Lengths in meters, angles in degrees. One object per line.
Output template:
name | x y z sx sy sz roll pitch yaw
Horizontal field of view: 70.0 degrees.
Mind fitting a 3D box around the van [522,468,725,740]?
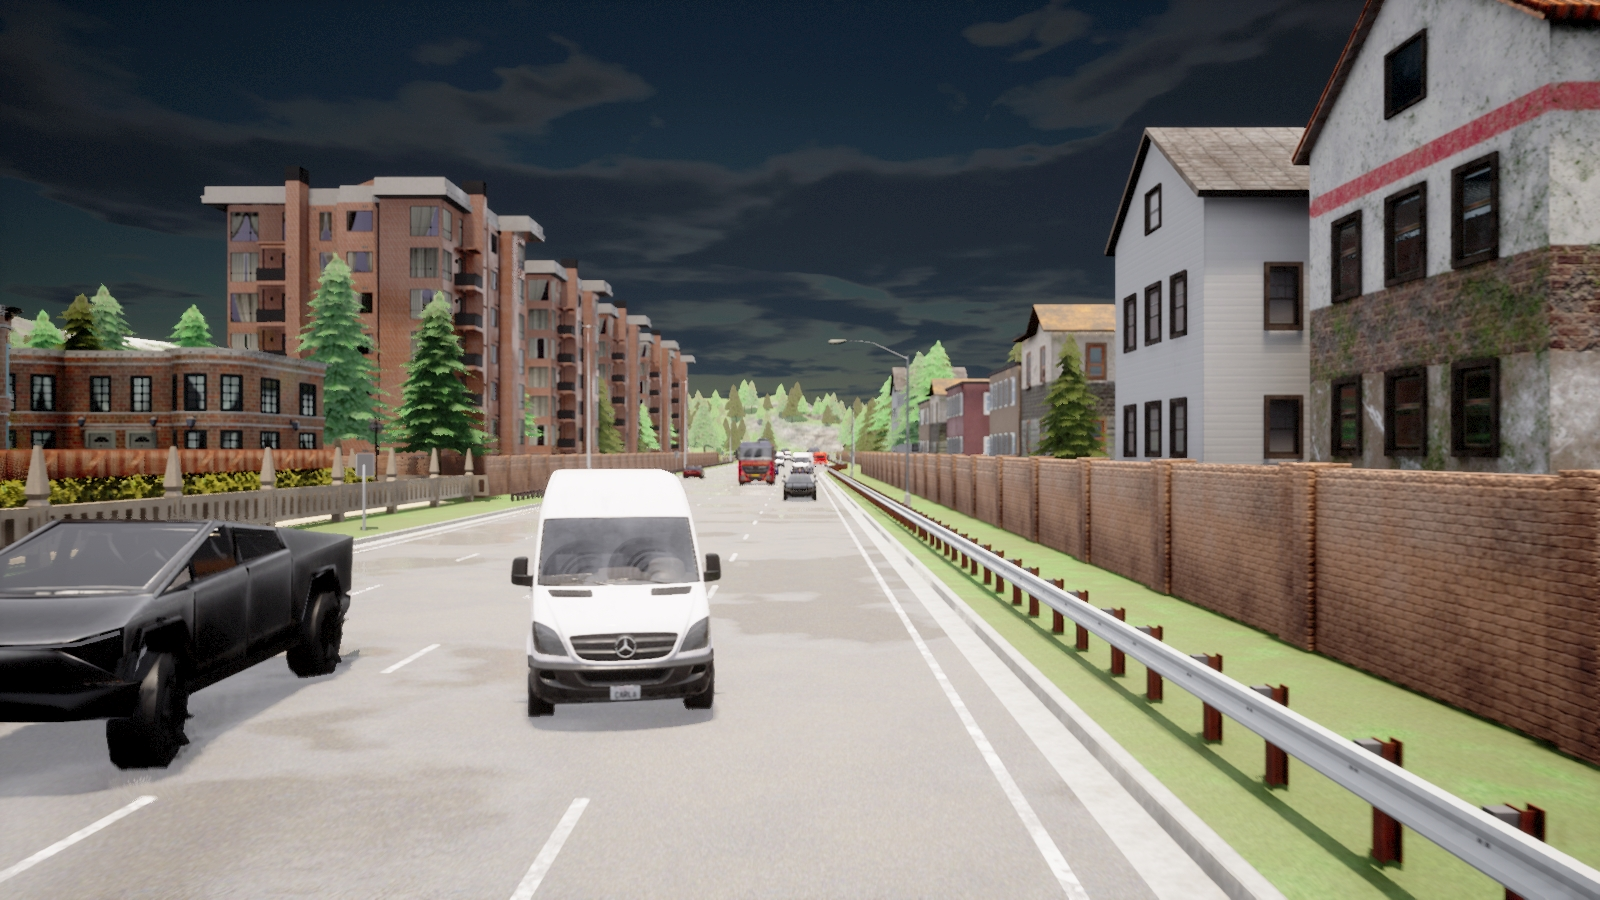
van | -2.333 1.546 14.225 1.988 2.561 5.915 0 0 -12

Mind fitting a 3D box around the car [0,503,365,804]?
car | -6.835 1.763 12.170 2.390 2.098 6.274 0 0 -4

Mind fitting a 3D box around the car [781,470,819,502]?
car | -0.006 2.027 64.947 2.097 1.638 5.238 0 0 0
